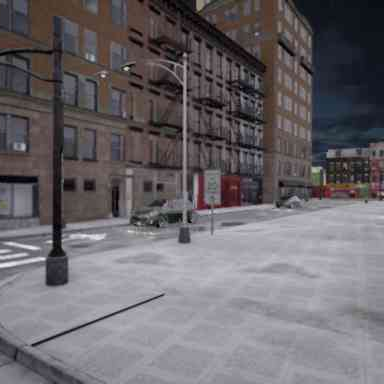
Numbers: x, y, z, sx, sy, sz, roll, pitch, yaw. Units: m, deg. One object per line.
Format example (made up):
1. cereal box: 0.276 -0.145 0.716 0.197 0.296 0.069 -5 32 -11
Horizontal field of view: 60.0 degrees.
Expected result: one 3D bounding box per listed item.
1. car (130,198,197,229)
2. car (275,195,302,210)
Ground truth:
1. car: -1.675 1.181 20.487 2.097 1.767 4.553 0 1 36
2. car: 11.130 1.185 38.248 1.837 1.490 4.892 0 0 36
